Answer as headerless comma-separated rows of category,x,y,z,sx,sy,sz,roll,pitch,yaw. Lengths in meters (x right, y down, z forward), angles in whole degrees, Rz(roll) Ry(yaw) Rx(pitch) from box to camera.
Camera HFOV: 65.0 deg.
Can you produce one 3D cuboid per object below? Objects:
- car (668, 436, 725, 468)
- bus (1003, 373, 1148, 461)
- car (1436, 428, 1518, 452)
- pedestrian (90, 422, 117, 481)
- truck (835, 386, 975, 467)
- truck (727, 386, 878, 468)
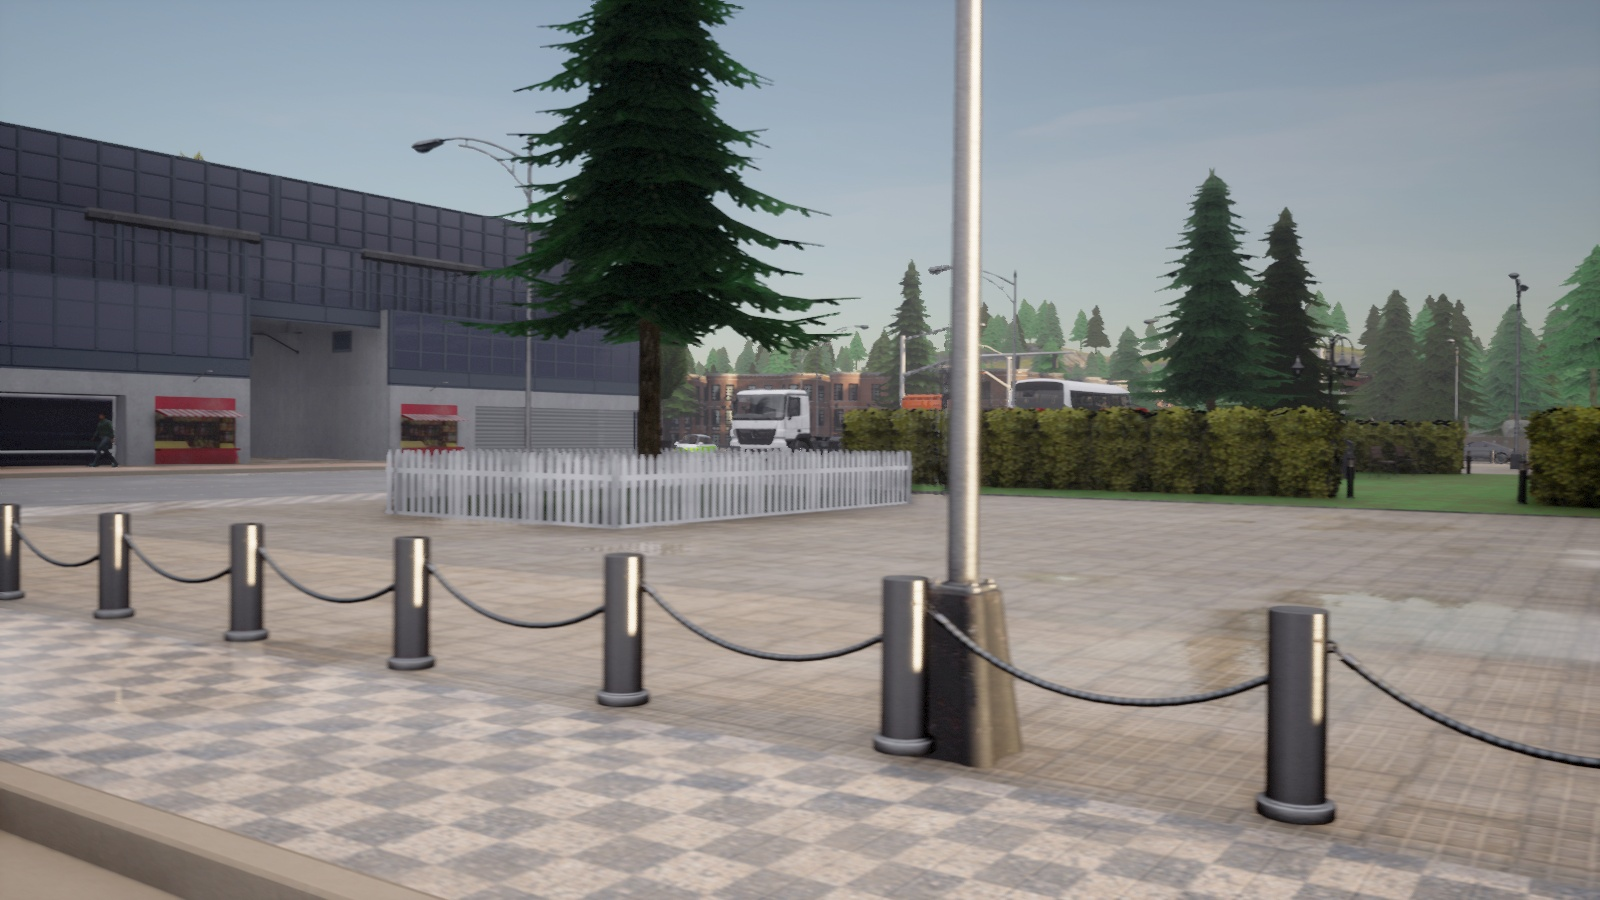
car,-4.604,0.065,55.913,1.481,1.376,2.207,0,1,34
bus,14.626,-1.676,65.785,3.944,4.253,10.273,0,1,34
car,40.520,-0.598,75.195,4.181,1.385,1.994,0,1,34
pedestrian,-21.968,0.049,39.594,0.353,1.847,0.614,0,1,32
truck,4.971,-1.082,57.644,2.891,3.462,7.936,0,1,34
truck,0.267,-1.030,56.901,2.891,3.462,7.936,0,1,34
